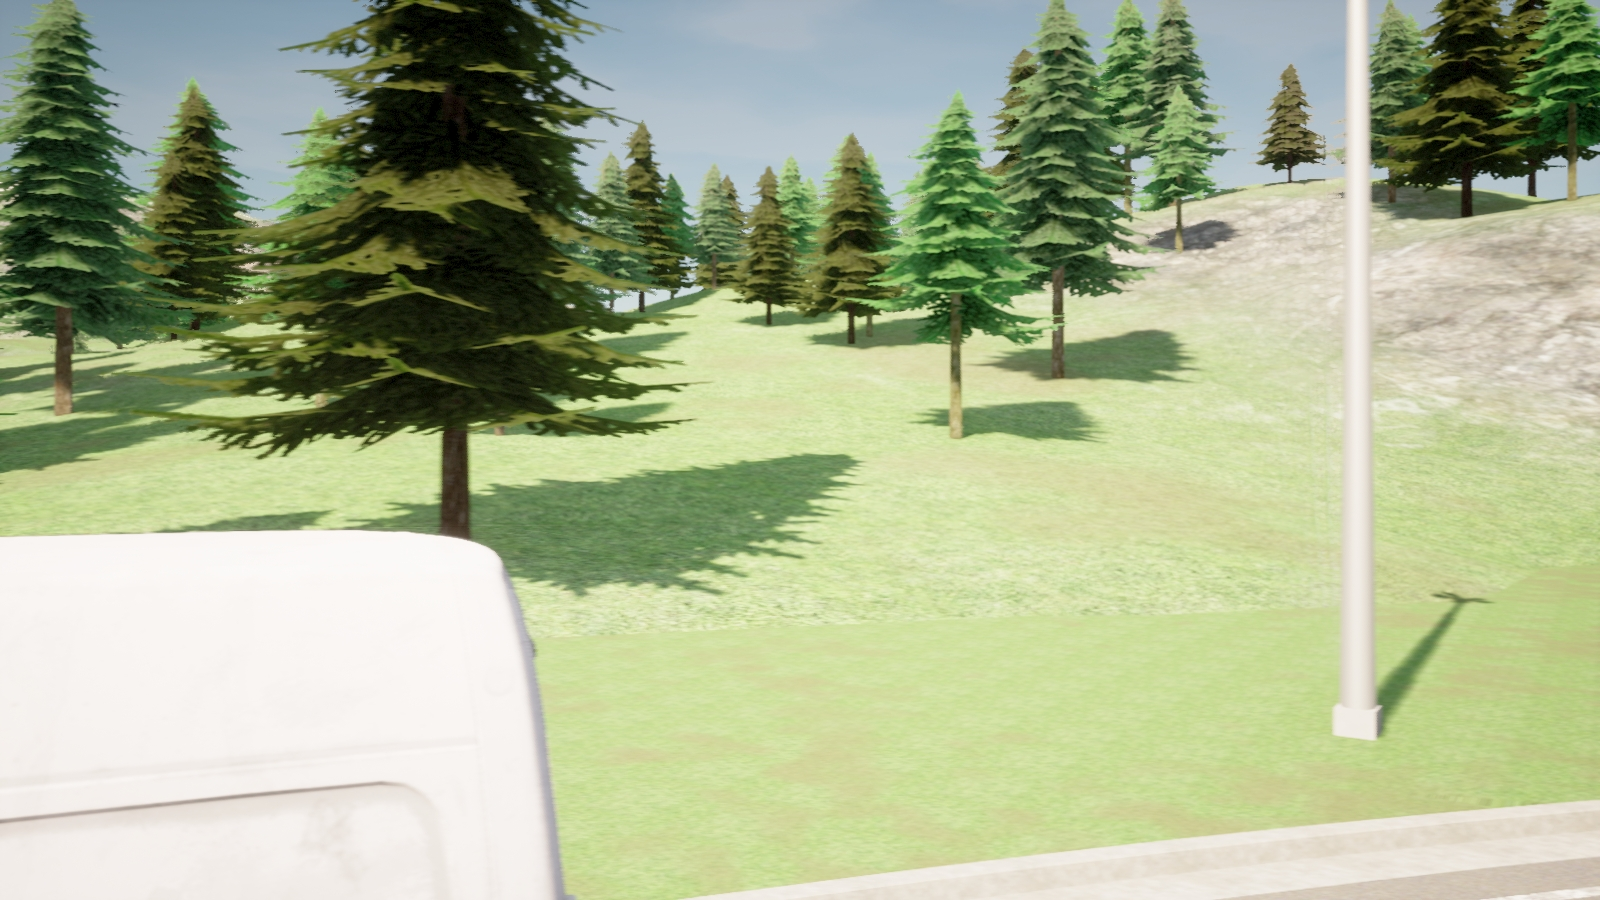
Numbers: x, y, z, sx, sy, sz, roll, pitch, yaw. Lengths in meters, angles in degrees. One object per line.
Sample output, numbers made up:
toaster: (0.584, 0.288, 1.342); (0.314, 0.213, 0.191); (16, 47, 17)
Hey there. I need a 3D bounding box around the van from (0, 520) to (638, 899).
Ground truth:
van: (-3.460, 1.534, 2.231); (5.915, 2.561, 1.988); (0, -1, -23)
